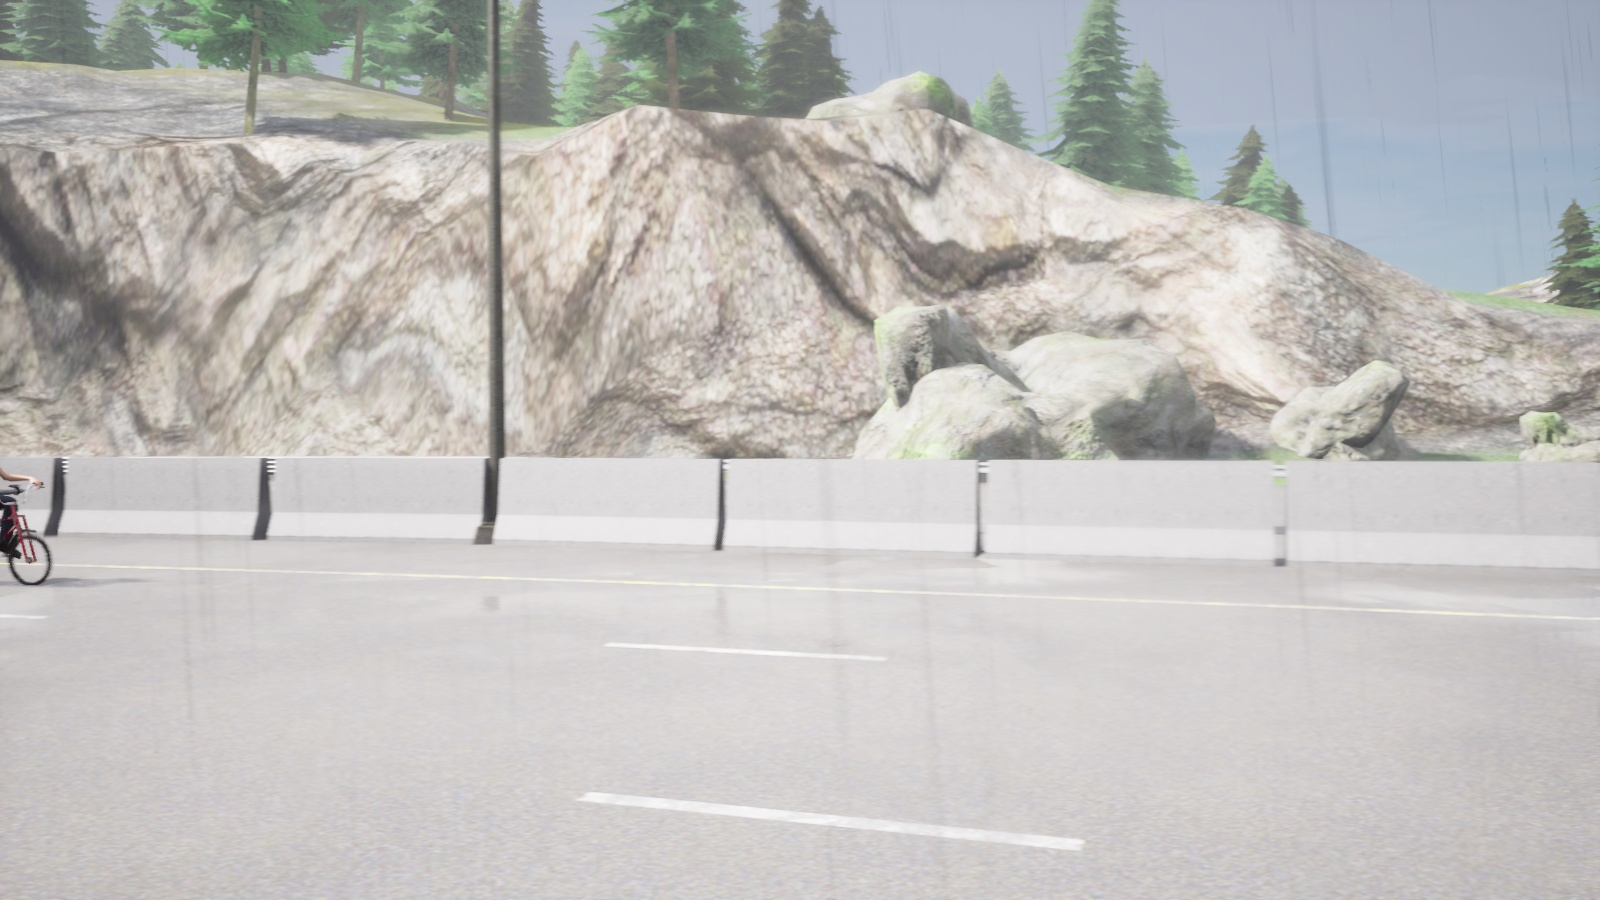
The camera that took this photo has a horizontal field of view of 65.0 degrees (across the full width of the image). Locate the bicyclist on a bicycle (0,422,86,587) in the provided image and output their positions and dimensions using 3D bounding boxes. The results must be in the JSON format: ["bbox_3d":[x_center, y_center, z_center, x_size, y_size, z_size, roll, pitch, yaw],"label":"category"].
[{"bbox_3d":[-8.317,0.521,12.906,1.509,1.612,0.866,0,1,14],"label":"bicyclist on a bicycle"}]
